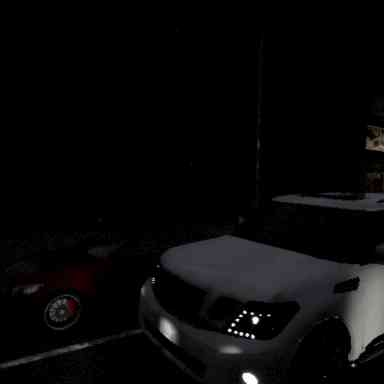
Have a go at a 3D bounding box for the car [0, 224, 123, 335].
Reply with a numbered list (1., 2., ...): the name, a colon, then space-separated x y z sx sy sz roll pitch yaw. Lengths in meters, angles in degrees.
1. car: -1.015 1.227 5.882 4.206 1.307 1.802 0 3 -34

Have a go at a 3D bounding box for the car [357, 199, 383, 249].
1. car: 8.126 1.115 12.110 4.097 1.590 1.967 0 3 -34

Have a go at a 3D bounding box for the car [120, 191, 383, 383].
1. car: 2.056 1.033 4.840 5.566 2.045 2.150 0 3 -34
